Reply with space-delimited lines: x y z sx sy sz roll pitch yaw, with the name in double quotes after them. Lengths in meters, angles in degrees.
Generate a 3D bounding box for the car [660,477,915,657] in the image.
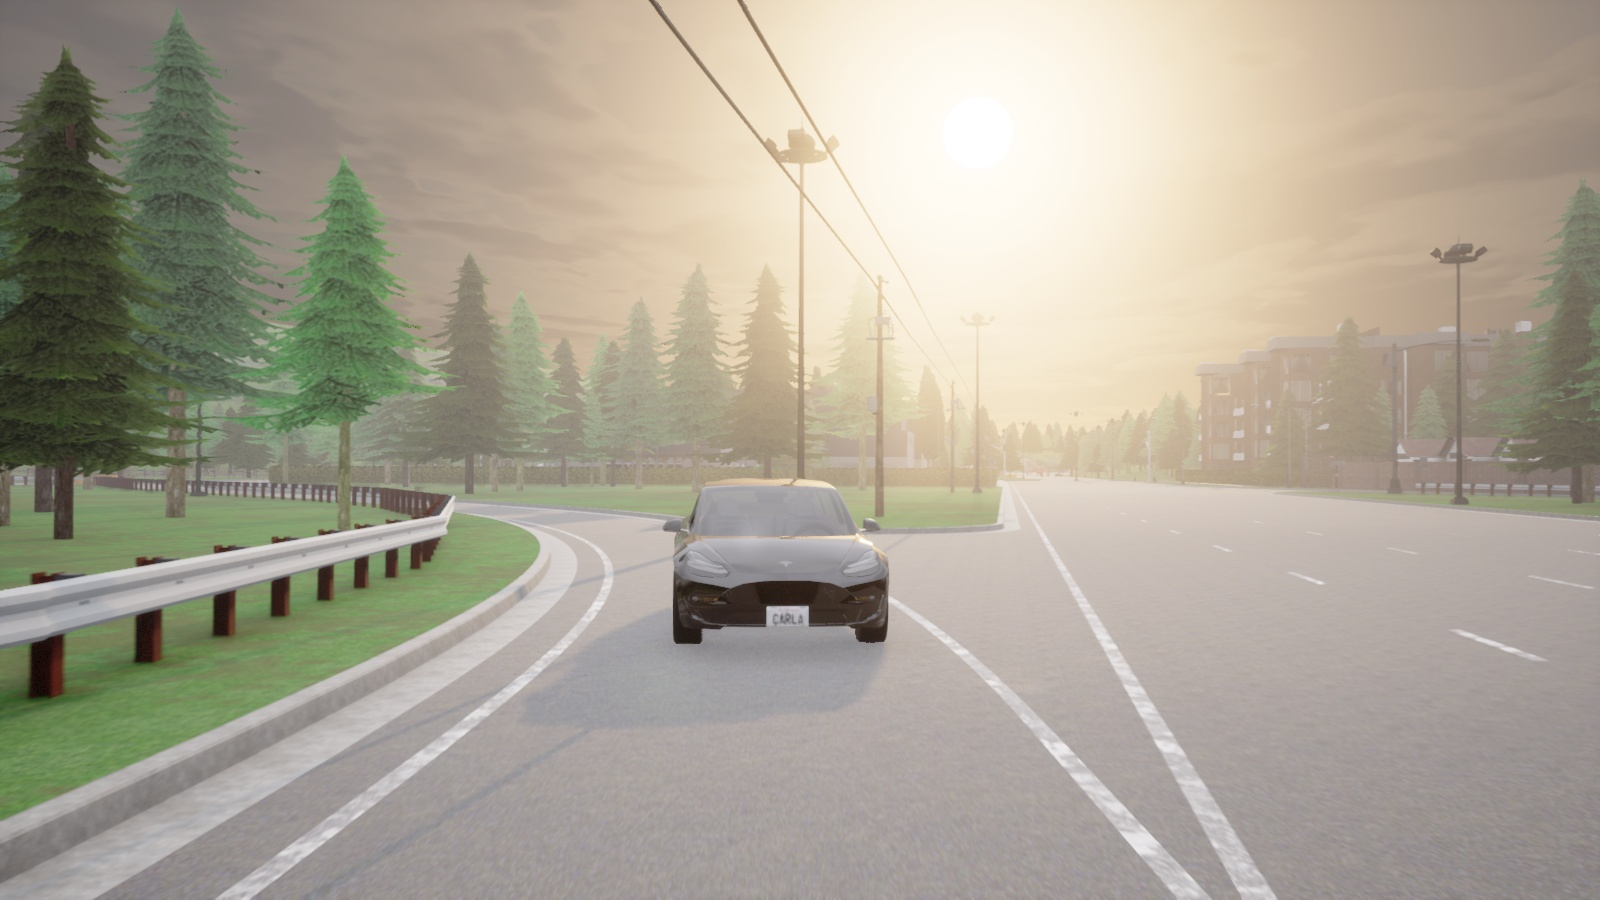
-0.322 1.035 13.046 2.163 1.488 4.792 0 -1 -5 "car"
